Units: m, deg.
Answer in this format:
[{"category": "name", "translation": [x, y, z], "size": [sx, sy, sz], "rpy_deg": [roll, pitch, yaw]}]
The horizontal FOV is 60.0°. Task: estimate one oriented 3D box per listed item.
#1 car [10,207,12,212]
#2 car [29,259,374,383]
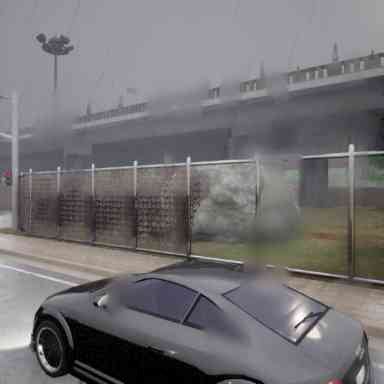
[{"category": "car", "translation": [-15.513, 1.277, 34.198], "size": [2.150, 2.045, 5.566], "rpy_deg": [0, 0, 35]}, {"category": "car", "translation": [-0.146, 1.564, 4.094], "size": [4.181, 1.385, 1.994], "rpy_deg": [0, 0, 36]}]
